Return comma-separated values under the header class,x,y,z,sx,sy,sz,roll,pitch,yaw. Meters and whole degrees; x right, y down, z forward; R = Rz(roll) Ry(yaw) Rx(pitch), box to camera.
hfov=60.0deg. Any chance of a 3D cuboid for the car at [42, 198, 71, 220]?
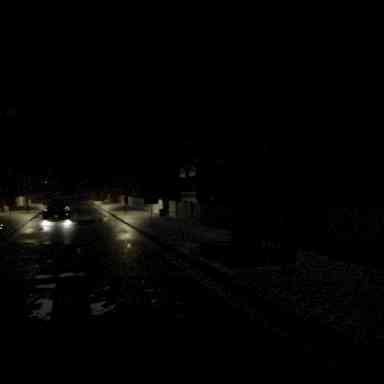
class,x,y,z,sx,sy,sz,roll,pitch,yaw
car,-11.449,1.327,28.329,2.097,1.767,4.553,0,0,-20
